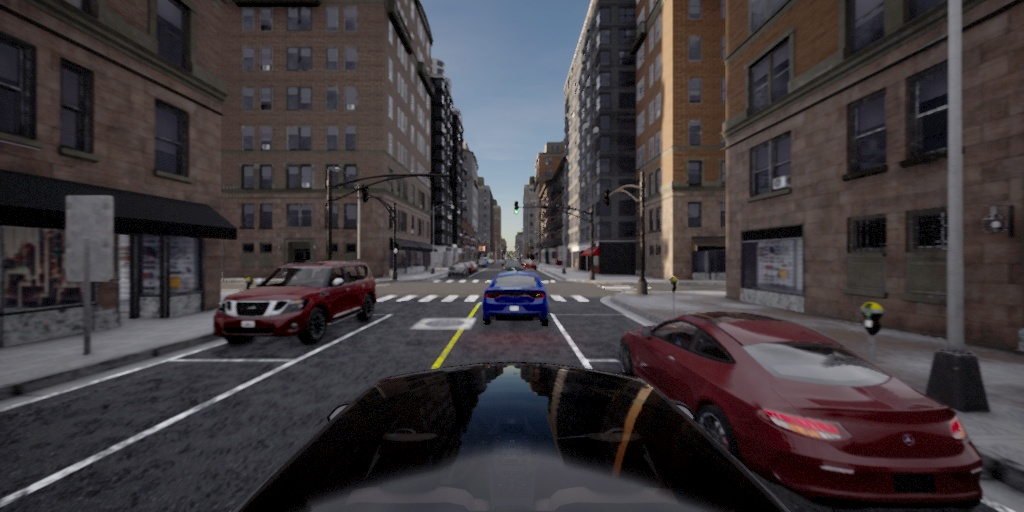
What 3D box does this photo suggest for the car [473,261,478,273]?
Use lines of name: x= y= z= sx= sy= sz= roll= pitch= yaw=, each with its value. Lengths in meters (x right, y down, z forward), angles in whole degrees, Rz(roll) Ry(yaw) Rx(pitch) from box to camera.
car: x=-5.412 y=1.342 z=41.754 sx=1.888 sy=1.381 sz=4.507 roll=0 pitch=0 yaw=0

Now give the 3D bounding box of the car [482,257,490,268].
car: x=-5.425 y=1.381 z=63.570 sx=1.948 sy=1.339 sz=4.313 roll=0 pitch=0 yaw=0

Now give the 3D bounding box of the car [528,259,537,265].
car: x=2.606 y=1.247 z=52.660 sx=1.967 sy=1.591 sz=4.097 roll=0 pitch=0 yaw=0

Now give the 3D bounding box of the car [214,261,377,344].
car: x=-5.393 y=1.075 z=9.837 sx=2.192 sy=1.841 sz=5.009 roll=0 pitch=0 yaw=0

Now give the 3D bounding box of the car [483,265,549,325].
car: x=0.221 y=1.240 z=11.951 sx=1.882 sy=1.535 sz=5.008 roll=0 pitch=0 yaw=4

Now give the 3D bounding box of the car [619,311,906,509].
car: x=2.636 y=1.335 z=4.420 sx=1.802 sy=1.307 sz=4.207 roll=0 pitch=0 yaw=0

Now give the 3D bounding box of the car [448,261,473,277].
car: x=-5.409 y=1.342 z=36.300 sx=2.007 sy=1.370 sz=4.403 roll=0 pitch=0 yaw=0

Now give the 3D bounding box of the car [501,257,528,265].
car: x=0.082 y=1.140 z=33.358 sx=2.097 sy=1.767 sz=4.553 roll=0 pitch=0 yaw=0

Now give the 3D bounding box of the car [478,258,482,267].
car: x=-5.415 y=1.328 z=47.038 sx=1.751 sy=1.417 sz=4.829 roll=0 pitch=0 yaw=0
